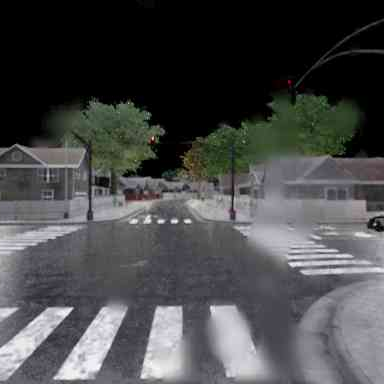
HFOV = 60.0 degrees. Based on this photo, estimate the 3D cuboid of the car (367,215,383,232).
[{"bbox_3d":[11.516,1.500,17.382,4.181,1.385,1.994,0,0,-2],"label":"car"}]
